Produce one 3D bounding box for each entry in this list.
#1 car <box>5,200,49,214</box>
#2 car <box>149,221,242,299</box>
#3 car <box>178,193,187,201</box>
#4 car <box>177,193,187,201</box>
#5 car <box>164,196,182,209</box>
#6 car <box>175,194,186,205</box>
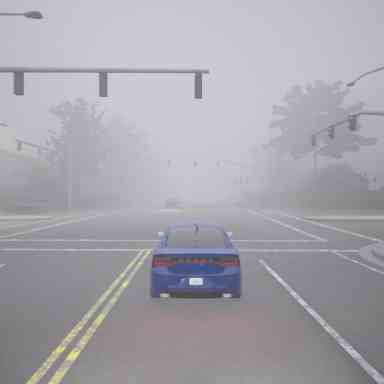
[{"bbox_3d":[-17.439,1.564,35.238,4.181,1.385,1.994,0,0,1],"label":"car"},{"bbox_3d":[0.086,1.478,8.537,1.882,1.535,5.008,0,0,0],"label":"car"},{"bbox_3d":[-2.379,1.218,87.633,2.150,2.045,5.566,0,0,0],"label":"car"},{"bbox_3d":[-2.510,1.225,72.250,2.150,2.045,5.566,0,0,0],"label":"car"},{"bbox_3d":[-2.831,1.601,45.961,1.895,1.301,4.718,0,0,1],"label":"car"},{"bbox_3d":[-2.680,1.564,60.700,1.994,1.385,4.181,0,0,1],"label":"car"}]
